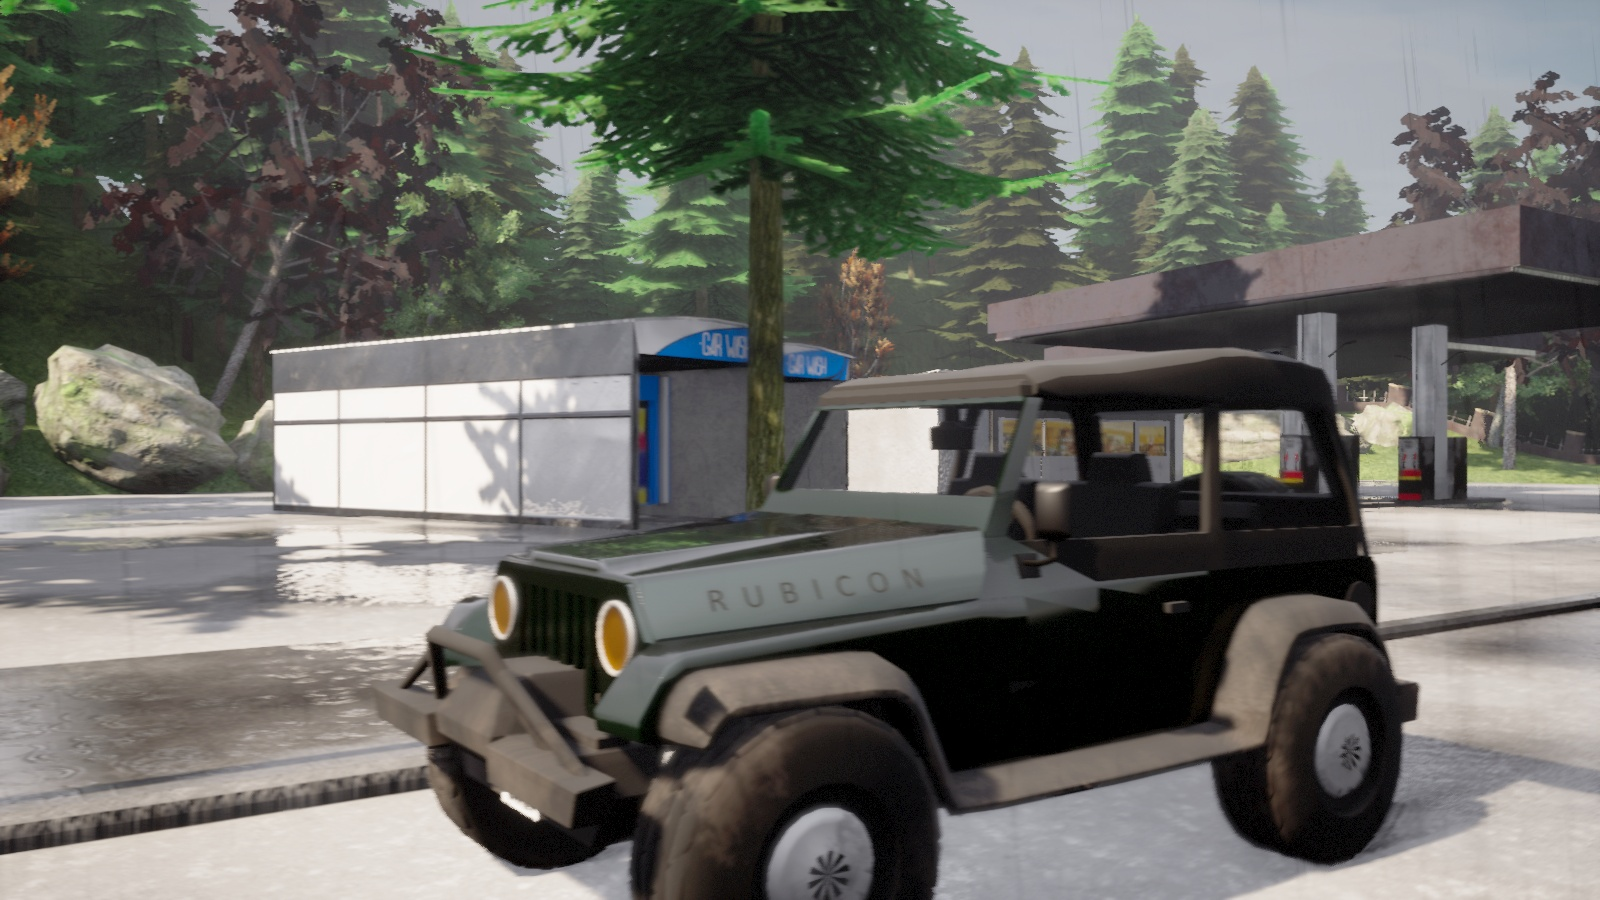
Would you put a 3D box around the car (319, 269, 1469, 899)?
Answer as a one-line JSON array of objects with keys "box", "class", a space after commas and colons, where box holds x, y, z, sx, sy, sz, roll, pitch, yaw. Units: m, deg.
[{"box": [0.492, 0.545, 4.612, 3.866, 1.878, 1.905, 0, 0, -35], "class": "car"}]
